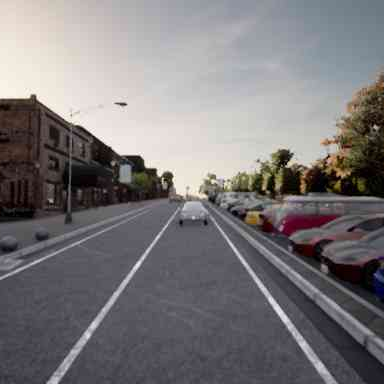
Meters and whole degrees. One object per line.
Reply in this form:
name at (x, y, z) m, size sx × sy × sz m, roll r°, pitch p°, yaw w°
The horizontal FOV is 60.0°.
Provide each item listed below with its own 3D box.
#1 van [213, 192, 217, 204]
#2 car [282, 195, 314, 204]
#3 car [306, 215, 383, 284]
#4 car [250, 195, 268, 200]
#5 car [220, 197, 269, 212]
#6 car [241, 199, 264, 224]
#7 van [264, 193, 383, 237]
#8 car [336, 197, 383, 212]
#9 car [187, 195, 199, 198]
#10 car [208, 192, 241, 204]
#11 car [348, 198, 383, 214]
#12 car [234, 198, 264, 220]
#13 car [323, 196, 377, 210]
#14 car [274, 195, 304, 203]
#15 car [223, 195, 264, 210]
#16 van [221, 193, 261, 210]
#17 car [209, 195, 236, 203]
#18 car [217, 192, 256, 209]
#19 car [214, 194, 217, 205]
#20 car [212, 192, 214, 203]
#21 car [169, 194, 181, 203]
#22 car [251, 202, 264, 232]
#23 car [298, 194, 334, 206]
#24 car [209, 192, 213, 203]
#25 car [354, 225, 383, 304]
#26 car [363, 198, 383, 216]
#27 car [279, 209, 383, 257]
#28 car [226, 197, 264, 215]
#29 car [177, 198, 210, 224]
van at (5.476, 1.068, 44.544) m, size 4.442 × 1.987 × 1.878 m, roll 0°, pitch 0°, yaw 0°
car at (18.674, 1.290, 58.548) m, size 5.008 × 1.535 × 2.097 m, roll 0°, pitch 0°, yaw 0°
car at (5.614, 1.460, 8.105) m, size 4.792 × 1.488 × 2.163 m, roll 0°, pitch 0°, yaw 0°
car at (18.687, 1.556, 92.601) m, size 4.674 × 1.452 × 2.002 m, roll 0°, pitch 0°, yaw 0°
car at (5.596, 1.313, 36.134) m, size 5.008 × 1.535 × 2.097 m, roll 0°, pitch 0°, yaw 0°
car at (5.812, 1.366, 19.318) m, size 5.366 × 1.575 × 1.946 m, roll 0°, pitch 0°, yaw 0°
van at (5.518, 1.174, 13.710) m, size 4.442 × 1.987 × 1.878 m, roll 0°, pitch 0°, yaw 0°
car at (18.675, 1.313, 36.269) m, size 5.008 × 1.535 × 2.097 m, roll 0°, pitch 0°, yaw 0°
car at (0.095, 1.187, 41.239) m, size 2.097 × 1.767 × 4.553 m, roll 0°, pitch 0°, yaw 0°
car at (5.618, 1.040, 58.560) m, size 5.566 × 2.045 × 2.435 m, roll 0°, pitch 0°, yaw 0°
car at (18.656, 1.349, 33.484) m, size 4.792 × 1.488 × 2.163 m, roll 0°, pitch 0°, yaw 0°
car at (5.617, 1.355, 22.118) m, size 5.008 × 1.535 × 2.097 m, roll 0°, pitch 0°, yaw 0°
car at (18.492, 1.304, 39.055) m, size 5.366 × 1.575 × 1.946 m, roll 0°, pitch 0°, yaw 0°
car at (18.666, 1.311, 64.117) m, size 5.008 × 1.535 × 2.097 m, roll 0°, pitch 0°, yaw 0°
car at (5.605, 1.326, 30.523) m, size 4.892 × 1.521 × 2.231 m, roll 0°, pitch 0°, yaw 0°
van at (5.714, 1.081, 38.938) m, size 4.442 × 1.987 × 1.878 m, roll 0°, pitch 0°, yaw 0°
car at (5.584, 1.301, 61.360) m, size 4.892 × 1.521 × 2.231 m, roll 0°, pitch 0°, yaw 0°
car at (5.634, 1.068, 33.330) m, size 5.566 × 2.045 × 2.435 m, roll 0°, pitch 0°, yaw 0°
car at (5.589, 1.302, 41.741) m, size 4.892 × 1.521 × 2.231 m, roll 0°, pitch 0°, yaw 0°
car at (5.558, 1.162, 47.349) m, size 4.553 × 1.767 × 2.185 m, roll 0°, pitch 0°, yaw 0°
car at (-3.272, 1.202, 64.538) m, size 2.097 × 1.767 × 4.553 m, roll 0°, pitch 0°, yaw 0°
car at (5.660, 1.414, 16.515) m, size 4.792 × 1.488 × 2.163 m, roll 0°, pitch 0°, yaw 0°
car at (18.637, 1.160, 50.193) m, size 4.553 × 1.767 × 2.185 m, roll 0°, pitch 0°, yaw 0°
car at (5.617, 1.034, 50.149) m, size 5.566 × 2.045 × 2.435 m, roll 0°, pitch 0°, yaw 0°
car at (5.642, 1.445, 5.302) m, size 5.008 × 1.535 × 2.097 m, roll 0°, pitch 0°, yaw 0°
car at (18.718, 1.355, 30.699) m, size 4.792 × 1.488 × 2.163 m, roll 0°, pitch 0°, yaw 0°
car at (5.610, 1.444, 10.908) m, size 4.792 × 1.488 × 2.163 m, roll 0°, pitch 0°, yaw 0°
car at (5.585, 1.363, 27.726) m, size 4.792 × 1.488 × 2.163 m, roll 0°, pitch 0°, yaw 0°
car at (0.096, 1.406, 23.616) m, size 1.812 × 1.442 × 4.674 m, roll 0°, pitch 0°, yaw 0°
